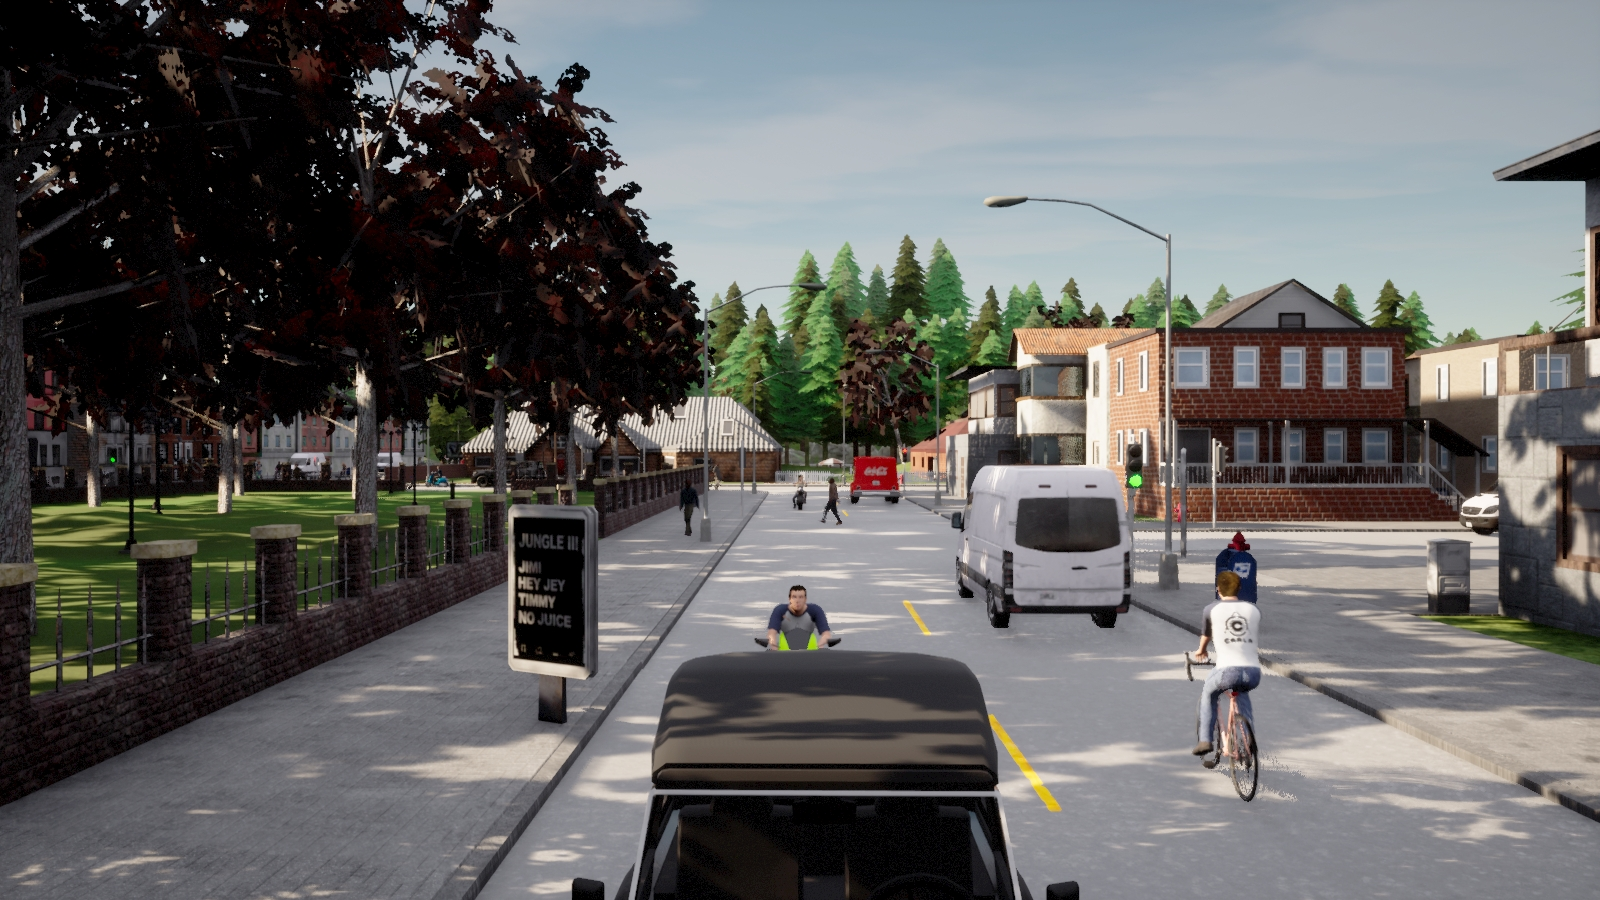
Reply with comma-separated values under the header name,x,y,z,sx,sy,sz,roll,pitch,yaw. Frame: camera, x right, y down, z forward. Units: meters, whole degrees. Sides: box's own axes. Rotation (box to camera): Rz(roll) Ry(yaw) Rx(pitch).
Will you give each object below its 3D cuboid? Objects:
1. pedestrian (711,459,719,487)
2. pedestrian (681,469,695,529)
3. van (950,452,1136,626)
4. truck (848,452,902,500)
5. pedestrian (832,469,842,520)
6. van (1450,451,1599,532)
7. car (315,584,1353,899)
name,x,y,z,sx,sy,sz,roll,pitch,yaw
pedestrian,-5.779,1.556,77.744,0.375,1.860,0.375,0,0,16
pedestrian,-3.506,1.539,35.778,0.375,1.860,0.375,0,0,8
van,3.993,1.323,19.931,1.988,2.561,5.915,0,0,0
truck,3.969,1.372,61.570,2.627,2.467,5.204,0,0,1
pedestrian,1.361,1.645,42.044,0.375,1.860,0.375,0,0,3
van,24.712,1.329,37.232,5.915,2.561,1.988,0,0,0
car,0.090,1.640,4.030,1.905,1.878,3.866,0,0,1
